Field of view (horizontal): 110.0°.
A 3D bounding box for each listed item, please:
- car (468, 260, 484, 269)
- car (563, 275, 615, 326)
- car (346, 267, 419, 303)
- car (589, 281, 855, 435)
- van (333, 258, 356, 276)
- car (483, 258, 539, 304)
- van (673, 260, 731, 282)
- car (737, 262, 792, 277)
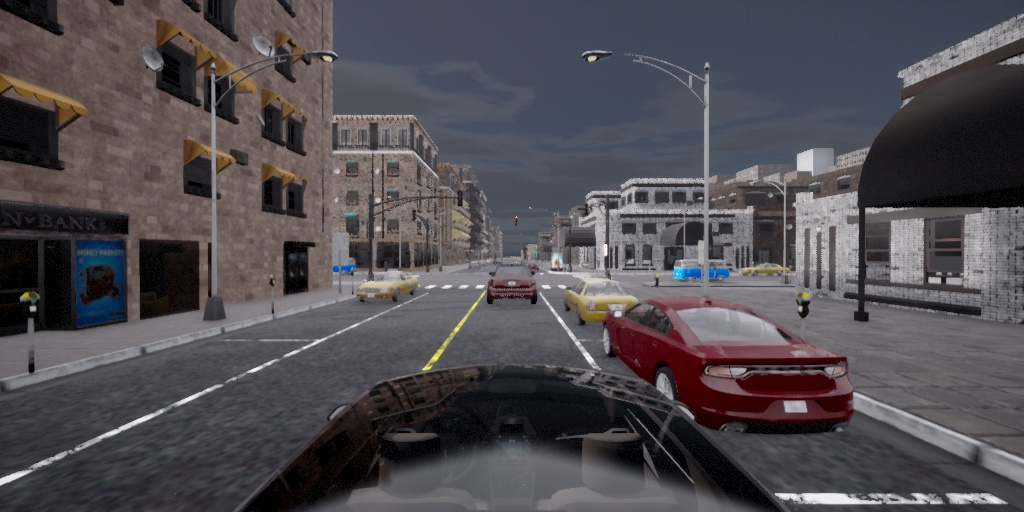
[{"bbox_3d":[-5.690,1.325,55.178,2.007,1.370,4.403,0,0,0],"label":"car"},{"bbox_3d":[2.690,1.273,11.495,1.751,1.417,4.829,0,0,0],"label":"car"},{"bbox_3d":[-5.691,1.275,16.856,1.751,1.417,4.829,0,0,0],"label":"car"},{"bbox_3d":[2.690,1.292,5.628,1.888,1.381,4.507,0,0,0],"label":"car"},{"bbox_3d":[-17.765,1.036,35.932,3.998,1.789,1.690,0,0,0],"label":"van"},{"bbox_3d":[0.000,1.116,16.471,2.097,1.767,4.553,0,0,0],"label":"car"},{"bbox_3d":[14.656,1.160,27.792,3.998,1.789,1.690,0,0,0],"label":"van"},{"bbox_3d":[25.485,1.316,36.253,4.829,1.417,1.751,0,0,0],"label":"car"}]
